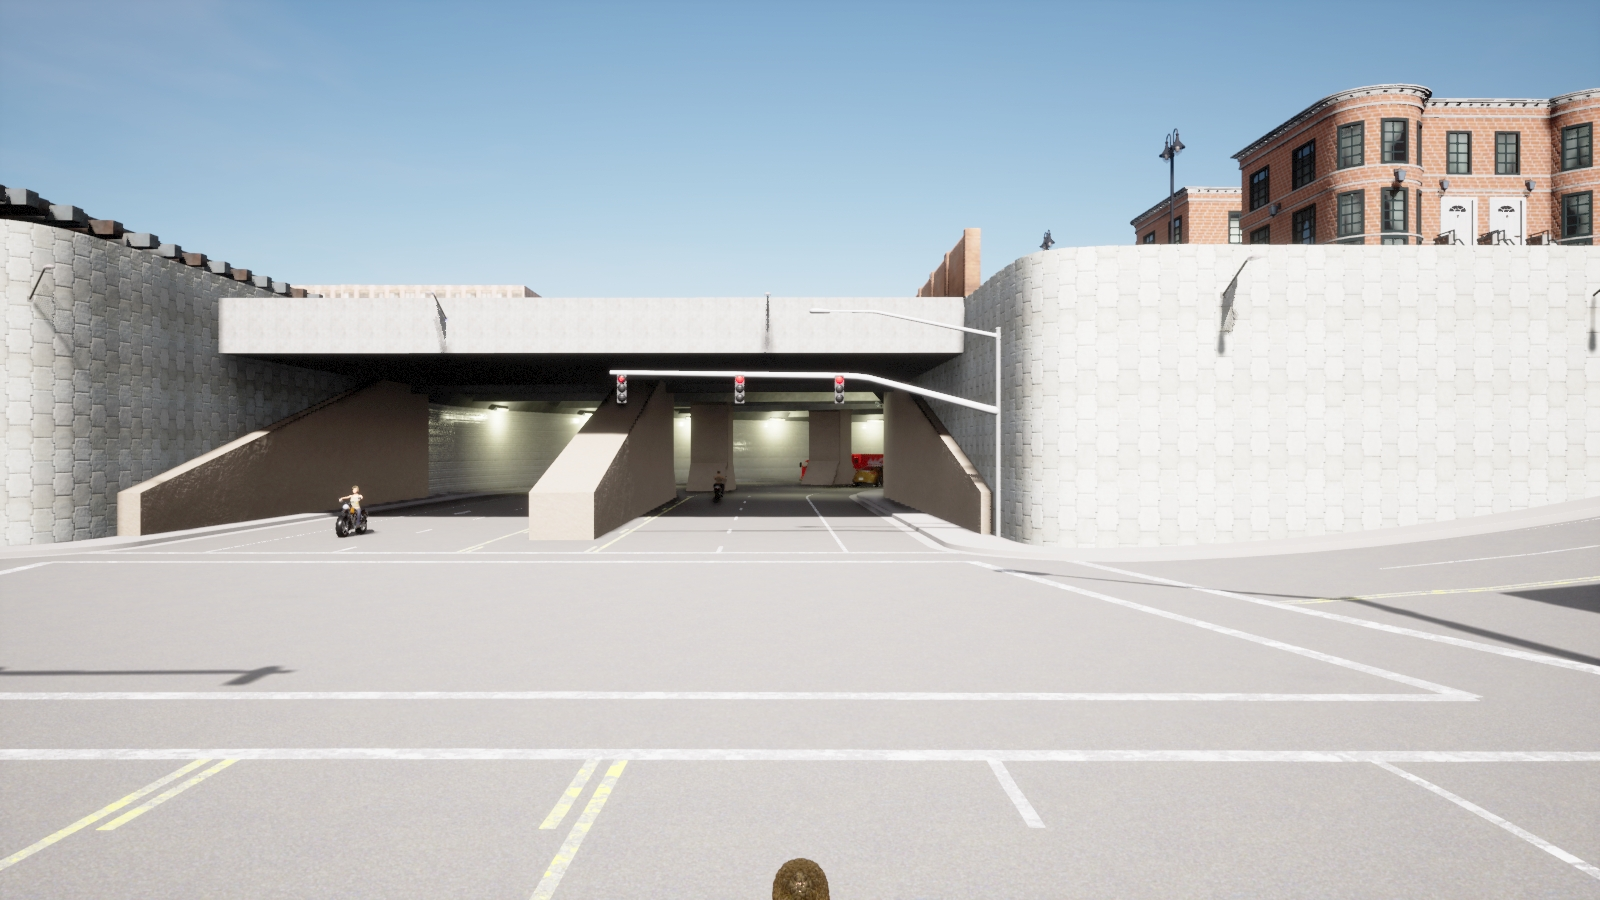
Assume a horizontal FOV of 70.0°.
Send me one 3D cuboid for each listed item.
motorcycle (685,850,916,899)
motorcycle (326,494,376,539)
[{"bbox_3d":[0.004,2.174,3.443,0.803,1.224,2.033,0,0,0],"label":"motorcycle"},{"bbox_3d":[-14.636,2.142,37.307,0.764,1.332,2.356,0,0,-2],"label":"motorcycle"}]
